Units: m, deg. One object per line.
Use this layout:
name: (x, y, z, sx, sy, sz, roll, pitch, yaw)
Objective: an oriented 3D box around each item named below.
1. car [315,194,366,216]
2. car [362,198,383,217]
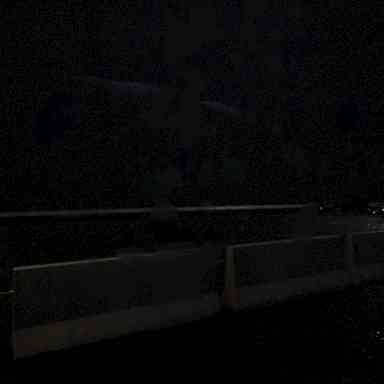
car: (14.605, 1.187, 32.243, 5.566, 2.045, 2.150, 0, 0, -25)
car: (17.994, 1.499, 29.928, 4.674, 1.442, 1.812, 0, 0, -24)
